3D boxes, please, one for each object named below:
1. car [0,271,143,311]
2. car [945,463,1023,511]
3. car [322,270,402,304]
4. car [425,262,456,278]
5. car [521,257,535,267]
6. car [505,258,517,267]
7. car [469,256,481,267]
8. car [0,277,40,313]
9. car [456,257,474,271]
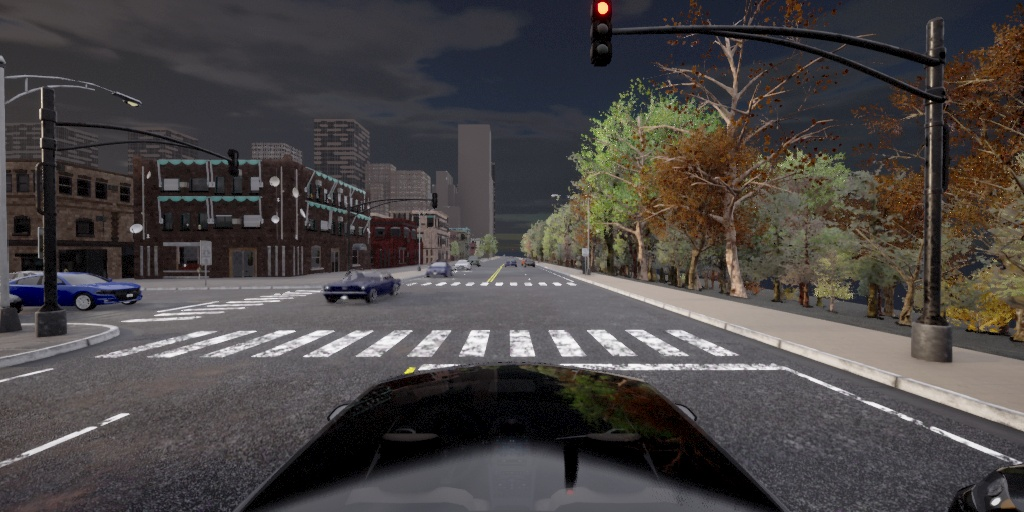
[{"bbox_3d":[-18.751,1.435,15.209,5.008,1.535,1.882,-1,1,-1],"label":"car"},{"bbox_3d":[3.363,1.314,0.173,1.994,1.385,4.181,0,0,-1],"label":"car"},{"bbox_3d":[-6.673,1.347,16.457,1.895,1.301,4.718,0,0,0],"label":"car"},{"bbox_3d":[-6.754,1.265,33.690,1.812,1.442,4.674,0,0,0],"label":"car"},{"bbox_3d":[3.052,1.231,63.211,1.837,1.490,4.892,0,0,0],"label":"car"},{"bbox_3d":[-0.203,1.078,63.995,2.097,1.767,4.553,0,0,0],"label":"car"},{"bbox_3d":[-6.835,0.949,63.614,2.150,2.045,5.566,0,0,0],"label":"car"},{"bbox_3d":[-19.998,1.565,12.493,4.313,1.339,1.948,0,0,0],"label":"car"},{"bbox_3d":[-6.820,1.258,49.803,1.812,1.442,4.674,0,0,0],"label":"car"}]
